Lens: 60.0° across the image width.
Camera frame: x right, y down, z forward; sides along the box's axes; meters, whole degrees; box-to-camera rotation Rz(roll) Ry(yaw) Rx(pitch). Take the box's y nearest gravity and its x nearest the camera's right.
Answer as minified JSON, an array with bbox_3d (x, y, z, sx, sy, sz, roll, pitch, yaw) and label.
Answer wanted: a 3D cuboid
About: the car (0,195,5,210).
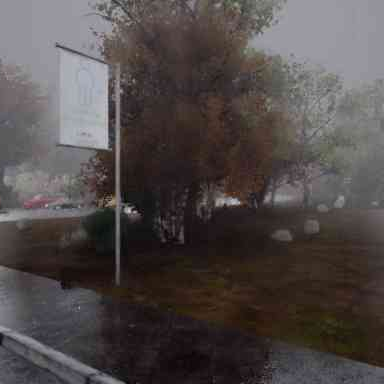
[{"bbox_3d":[-21.604,1.221,32.786,2.150,2.045,5.566,0,0,39],"label":"car"}]

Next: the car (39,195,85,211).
[{"bbox_3d":[-15.421,1.480,40.535,2.128,1.511,4.902,0,0,38],"label":"car"}]

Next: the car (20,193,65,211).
[{"bbox_3d":[-18.608,1.211,42.143,2.150,2.045,5.566,0,0,38],"label":"car"}]

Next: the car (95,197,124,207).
[{"bbox_3d":[-12.309,1.434,50.188,1.882,1.535,5.008,0,0,38],"label":"car"}]
